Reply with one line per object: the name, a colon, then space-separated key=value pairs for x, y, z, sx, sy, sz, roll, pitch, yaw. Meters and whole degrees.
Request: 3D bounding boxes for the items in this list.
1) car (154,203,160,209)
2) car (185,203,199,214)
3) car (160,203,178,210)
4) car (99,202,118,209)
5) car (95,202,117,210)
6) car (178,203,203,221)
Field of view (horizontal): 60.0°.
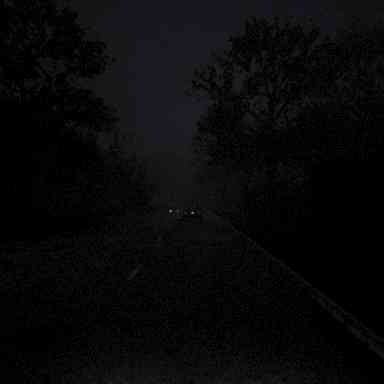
car: x=-7.309 y=3.178 z=73.286 sx=4.902 sy=1.511 sz=2.128 roll=-1 pitch=-3 yaw=30
car: x=0.024 y=2.371 z=49.003 sx=2.033 sy=1.411 sz=5.357 roll=0 pitch=-2 yaw=0
car: x=-4.103 y=2.817 z=64.732 sx=1.812 sy=1.442 sz=4.674 roll=2 pitch=-2 yaw=-23
car: x=-17.584 y=3.097 z=71.991 sx=4.674 sy=1.442 sz=1.812 roll=0 pitch=-3 yaw=-2
car: x=-19.373 y=3.082 z=75.167 sx=4.553 sy=1.767 sz=2.097 roll=0 pitch=-3 yaw=0
car: x=0.051 y=1.893 z=30.938 sx=2.033 sy=1.411 sz=5.357 roll=0 pitch=-1 yaw=0
